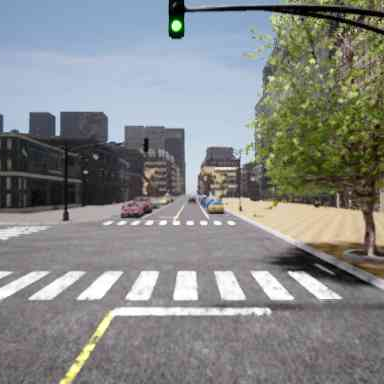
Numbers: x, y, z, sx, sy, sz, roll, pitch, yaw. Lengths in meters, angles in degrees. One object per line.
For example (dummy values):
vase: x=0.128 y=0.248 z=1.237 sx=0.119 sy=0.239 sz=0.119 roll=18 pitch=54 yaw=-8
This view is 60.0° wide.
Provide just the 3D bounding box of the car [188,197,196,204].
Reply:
car: x=0.017 y=1.829 z=73.716 sx=1.837 sy=1.490 sz=4.892 roll=0 pitch=0 yaw=0

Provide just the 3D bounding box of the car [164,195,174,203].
car: x=-5.669 y=1.681 z=81.941 sx=2.192 sy=1.841 sz=5.009 roll=0 pitch=0 yaw=0

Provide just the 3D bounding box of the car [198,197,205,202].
car: x=2.712 y=1.982 z=93.043 sx=1.947 sy=1.339 sz=4.313 roll=0 pitch=0 yaw=0

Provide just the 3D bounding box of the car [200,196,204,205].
car: x=2.705 y=1.792 z=54.186 sx=2.008 sy=1.369 sz=4.403 roll=0 pitch=0 yaw=0

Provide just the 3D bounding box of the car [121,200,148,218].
car: x=-5.680 y=1.724 z=31.981 sx=1.802 sy=1.307 sz=4.206 roll=0 pitch=0 yaw=0

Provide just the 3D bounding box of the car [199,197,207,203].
car: x=2.711 y=1.891 z=82.111 sx=1.752 sy=1.417 sz=4.829 roll=0 pitch=0 yaw=0

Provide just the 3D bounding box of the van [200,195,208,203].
van: x=2.711 y=1.681 z=76.391 sx=1.690 sy=1.788 sz=3.998 roll=0 pitch=0 yaw=0

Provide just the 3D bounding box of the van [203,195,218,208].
van: x=2.704 y=1.532 z=43.085 sx=1.690 sy=1.788 sz=3.998 roll=0 pitch=0 yaw=0

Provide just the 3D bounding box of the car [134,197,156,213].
car: x=-5.677 y=1.482 z=37.533 sx=2.192 sy=1.841 sz=5.009 roll=0 pitch=0 yaw=0

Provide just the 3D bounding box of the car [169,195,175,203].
car: x=-5.671 y=1.892 z=76.389 sx=2.008 sy=1.369 sz=4.403 roll=0 pitch=0 yaw=0

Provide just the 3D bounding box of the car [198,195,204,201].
car: x=2.708 y=1.856 z=65.288 sx=1.947 sy=1.339 sz=4.313 roll=0 pitch=0 yaw=0

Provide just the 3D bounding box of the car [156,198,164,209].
car: x=-5.676 y=1.767 z=48.635 sx=2.008 sy=1.369 sz=4.403 roll=0 pitch=0 yaw=0

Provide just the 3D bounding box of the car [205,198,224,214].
car: x=2.702 y=1.692 z=37.703 sx=1.752 sy=1.417 sz=4.829 roll=0 pitch=0 yaw=0

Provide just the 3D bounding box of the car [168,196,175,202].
car: x=-5.668 y=1.941 z=92.873 sx=1.752 sy=1.417 sz=4.829 roll=0 pitch=0 yaw=0

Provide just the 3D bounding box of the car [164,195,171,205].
car: x=-5.673 y=1.816 z=65.118 sx=1.752 sy=1.417 sz=4.829 roll=0 pitch=0 yaw=0
